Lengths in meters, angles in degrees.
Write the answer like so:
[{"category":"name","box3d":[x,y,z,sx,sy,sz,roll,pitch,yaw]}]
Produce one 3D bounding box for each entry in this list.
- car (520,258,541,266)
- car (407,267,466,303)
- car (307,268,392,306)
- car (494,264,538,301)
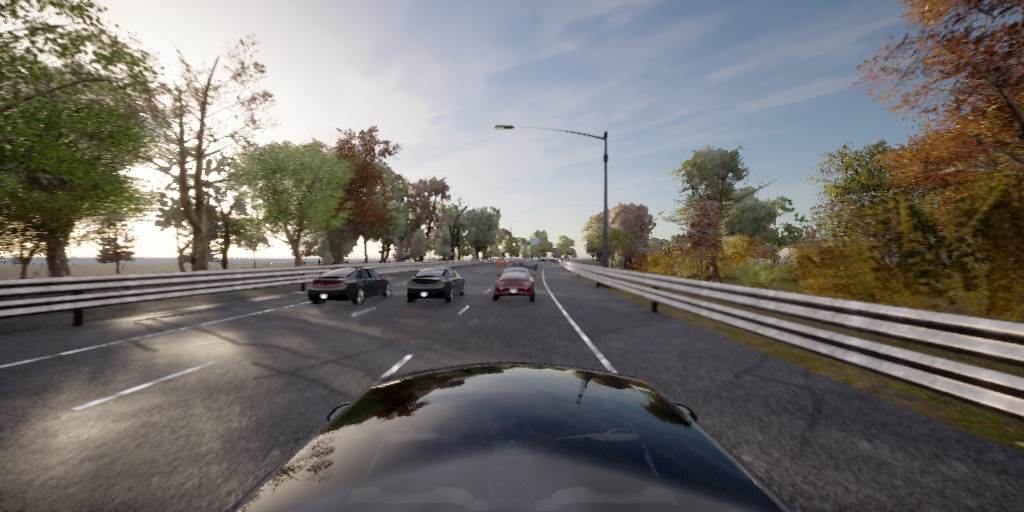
[{"category":"car","box3d":[2.880,1.325,54.101,2.128,1.511,4.902,0,0,6]},{"category":"car","box3d":[-3.368,1.262,16.636,1.837,1.490,4.892,0,0,3]},{"category":"car","box3d":[-6.911,1.249,15.809,1.837,1.490,4.892,0,0,3]},{"category":"car","box3d":[0.182,1.295,17.457,1.812,1.442,4.674,0,0,3]}]
